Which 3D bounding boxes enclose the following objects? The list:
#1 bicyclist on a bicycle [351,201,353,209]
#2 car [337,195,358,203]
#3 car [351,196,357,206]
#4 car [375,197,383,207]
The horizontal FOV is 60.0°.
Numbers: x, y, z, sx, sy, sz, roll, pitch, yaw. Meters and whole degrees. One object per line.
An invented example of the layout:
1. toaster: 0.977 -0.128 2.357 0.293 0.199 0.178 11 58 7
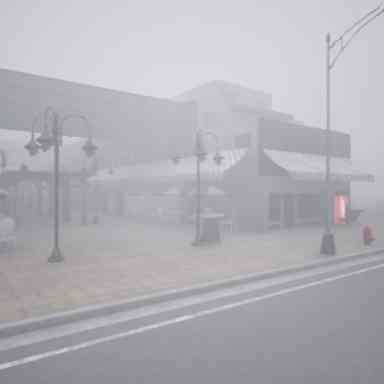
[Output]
1. bicyclist on a bicycle: 19.141 1.486 40.532 1.656 1.620 0.582 0 0 -36
2. car: 32.823 1.505 70.129 4.514 1.523 2.007 0 0 -36
3. car: 23.561 1.357 52.006 5.027 1.636 2.152 0 0 -36
4. car: 27.567 1.436 46.982 3.806 1.475 1.970 0 0 -36
